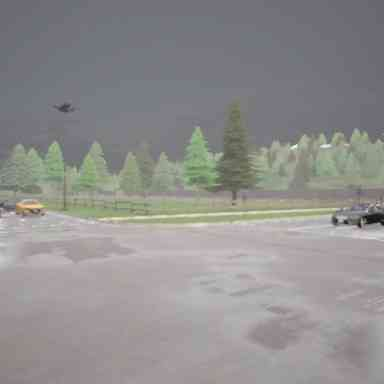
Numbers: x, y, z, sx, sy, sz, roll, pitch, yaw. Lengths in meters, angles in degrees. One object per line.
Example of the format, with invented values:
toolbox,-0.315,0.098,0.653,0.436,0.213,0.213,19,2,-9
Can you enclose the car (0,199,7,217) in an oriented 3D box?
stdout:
car,-18.520,1.543,30.132,2.033,1.411,5.357,0,0,-36

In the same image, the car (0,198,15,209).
car,-26.788,1.593,47.606,1.895,1.301,4.718,0,0,-35

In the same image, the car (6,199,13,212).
car,-20.856,1.557,39.321,1.994,1.385,4.181,0,0,-37

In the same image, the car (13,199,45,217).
car,-15.582,1.472,32.045,1.882,1.535,5.008,0,0,-36

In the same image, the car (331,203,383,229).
car,11.079,1.486,21.711,4.902,1.511,2.128,0,0,-35
